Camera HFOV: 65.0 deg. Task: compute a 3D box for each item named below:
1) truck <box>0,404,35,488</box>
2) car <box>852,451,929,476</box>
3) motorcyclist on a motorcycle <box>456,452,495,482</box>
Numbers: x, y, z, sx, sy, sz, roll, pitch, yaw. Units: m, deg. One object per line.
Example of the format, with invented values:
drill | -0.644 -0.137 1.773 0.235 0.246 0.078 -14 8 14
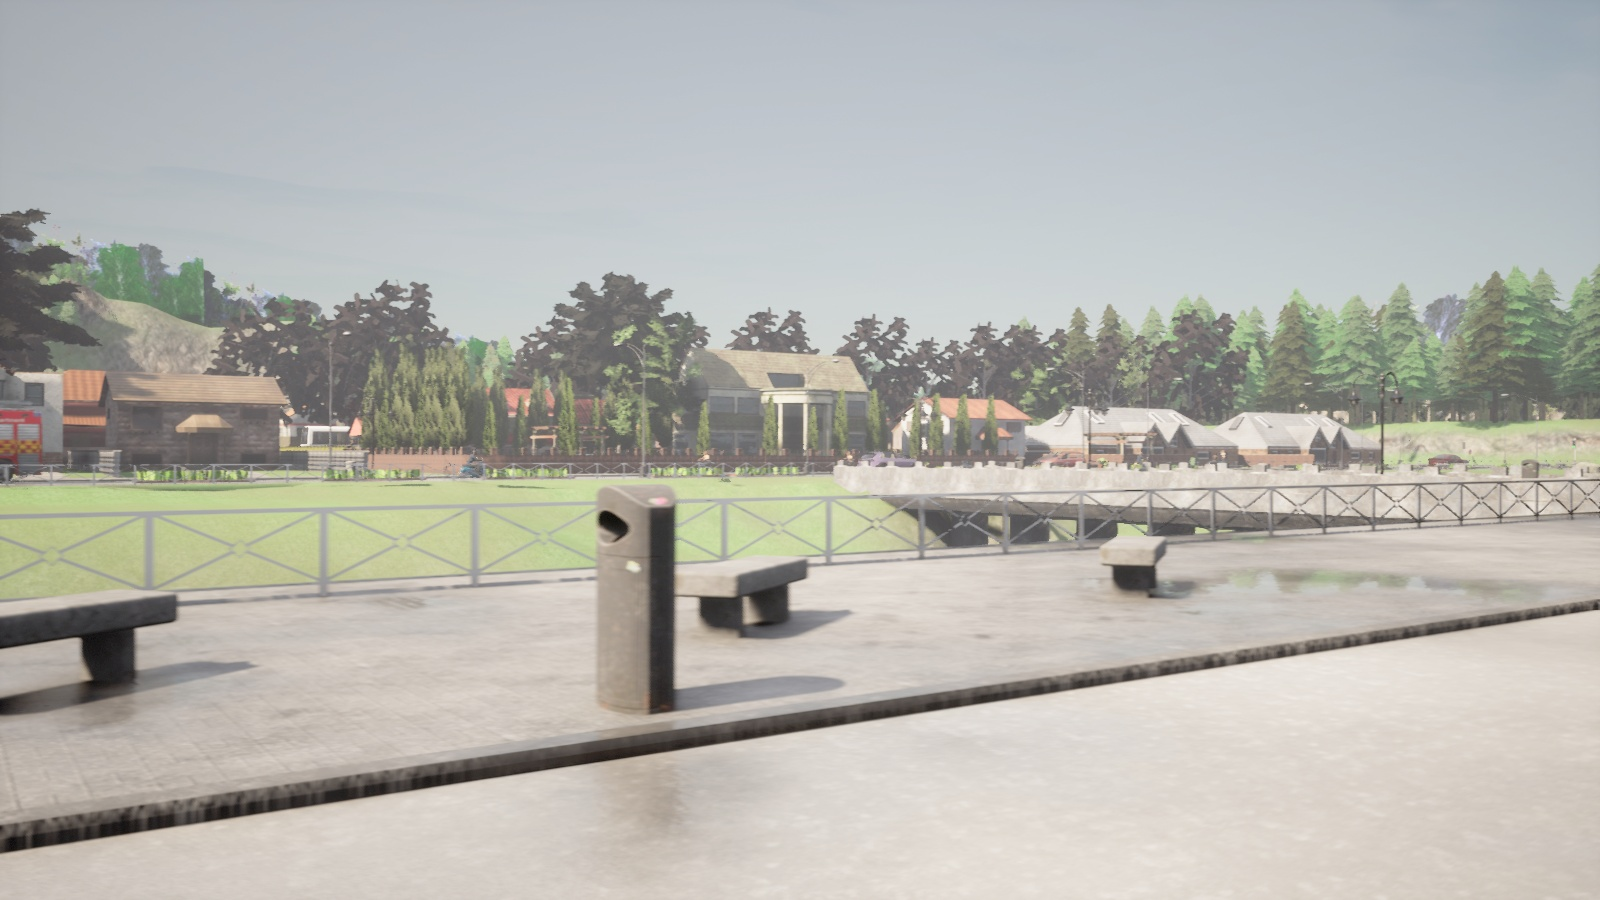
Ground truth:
truck | -39.614 -0.197 56.745 8.468 3.827 2.891 0 0 -35
car | 6.048 0.867 83.635 4.856 1.649 2.033 0 0 -35
motorcyclist on a motorcycle | -17.406 0.900 67.318 1.817 1.590 0.866 0 0 -35
